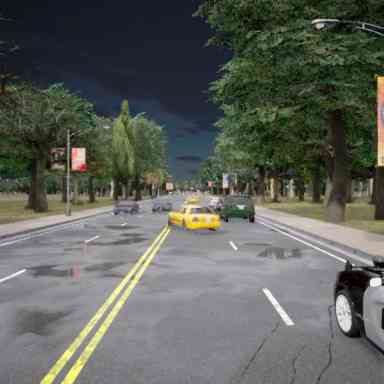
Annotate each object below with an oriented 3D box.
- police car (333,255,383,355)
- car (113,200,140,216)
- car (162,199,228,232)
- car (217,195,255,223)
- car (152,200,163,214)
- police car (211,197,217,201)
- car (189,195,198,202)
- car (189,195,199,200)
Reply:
[{"bbox_3d":[3.280,1.425,3.703,1.930,1.638,5.238,0,0,0],"label":"police car"},{"bbox_3d":[-6.375,1.536,32.984,2.033,1.411,5.357,0,0,0],"label":"car"},{"bbox_3d":[-0.030,1.451,19.971,1.801,1.575,5.366,1,0,-21],"label":"car"},{"bbox_3d":[3.434,1.213,25.634,2.150,2.045,5.566,0,0,0],"label":"car"},{"bbox_3d":[-3.113,1.551,35.490,1.994,1.385,4.181,0,0,0],"label":"car"},{"bbox_3d":[3.493,1.491,36.609,2.038,1.542,4.974,0,0,0],"label":"police car"},{"bbox_3d":[0.359,1.449,79.117,2.128,1.511,4.902,0,0,0],"label":"car"},{"bbox_3d":[0.411,1.429,65.720,1.882,1.535,5.008,0,0,1],"label":"car"}]
